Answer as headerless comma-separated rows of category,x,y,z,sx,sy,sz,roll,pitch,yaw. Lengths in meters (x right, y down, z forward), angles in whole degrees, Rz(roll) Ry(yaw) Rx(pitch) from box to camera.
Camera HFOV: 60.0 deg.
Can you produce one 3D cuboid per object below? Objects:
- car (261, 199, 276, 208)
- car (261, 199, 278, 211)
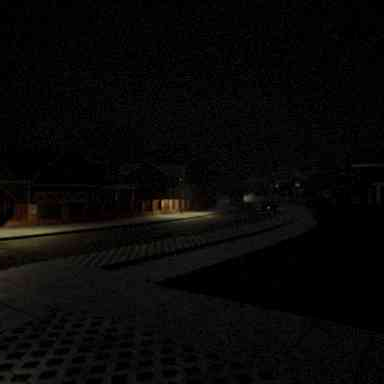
car,12.147,1.814,53.283,1.895,1.301,4.718,0,0,8
car,10.024,1.682,43.107,1.837,1.490,4.892,0,0,15
